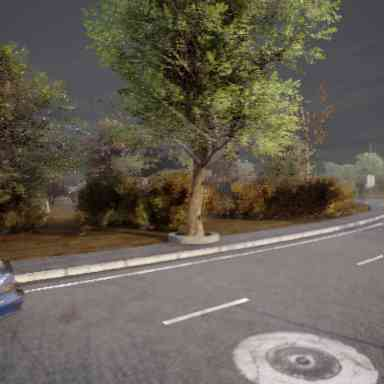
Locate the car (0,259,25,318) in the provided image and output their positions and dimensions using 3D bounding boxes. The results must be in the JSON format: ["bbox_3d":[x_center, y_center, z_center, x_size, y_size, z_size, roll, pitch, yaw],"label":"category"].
[{"bbox_3d":[-5.326,1.574,4.556,5.357,1.411,2.033,0,0,-35],"label":"car"}]
